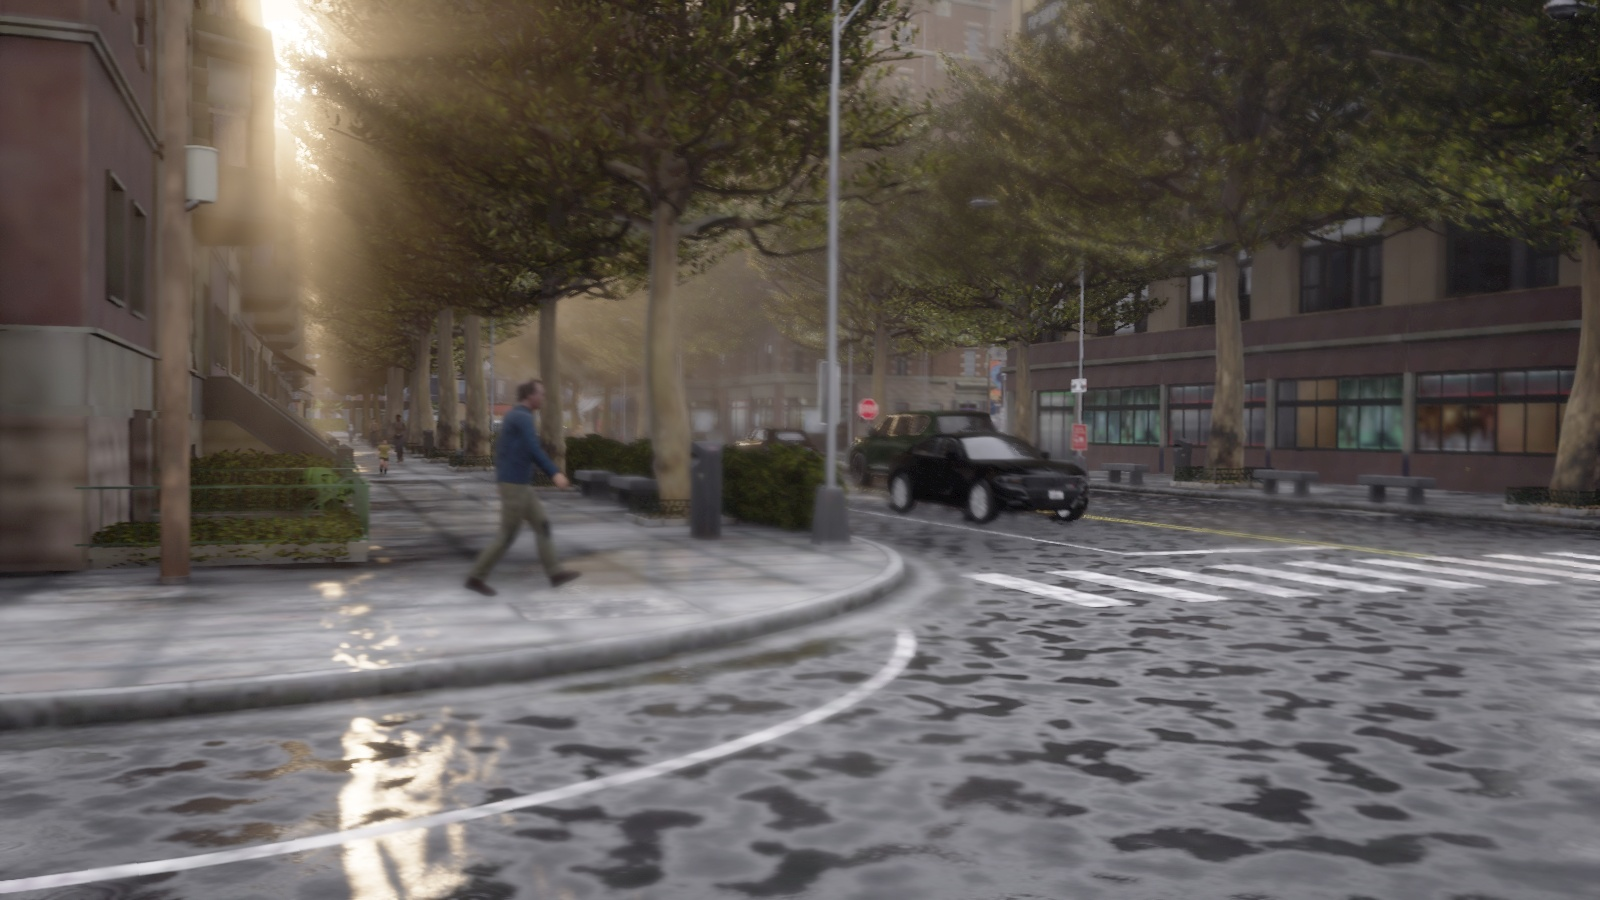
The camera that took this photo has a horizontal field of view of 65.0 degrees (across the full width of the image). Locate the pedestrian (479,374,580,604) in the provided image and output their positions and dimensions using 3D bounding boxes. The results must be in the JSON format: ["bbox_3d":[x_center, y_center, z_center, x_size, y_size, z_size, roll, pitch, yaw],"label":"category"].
[{"bbox_3d":[-2.230,0.306,10.352,0.726,1.842,0.402,-1,1,-22],"label":"pedestrian"}]

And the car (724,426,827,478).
[{"bbox_3d":[-0.938,0.010,43.502,2.033,1.649,4.856,-1,2,-21],"label":"car"}]

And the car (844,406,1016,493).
[{"bbox_3d":[3.233,-0.071,32.732,2.150,2.045,5.566,-1,1,-21],"label":"car"}]

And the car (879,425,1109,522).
[{"bbox_3d":[3.344,0.348,22.812,1.882,1.535,5.008,-1,1,-21],"label":"car"}]

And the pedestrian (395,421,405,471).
[{"bbox_3d":[-14.810,-0.148,46.508,0.328,1.805,0.869,-1,1,-18],"label":"pedestrian"}]

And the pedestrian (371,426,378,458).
[{"bbox_3d":[-24.931,-0.480,73.615,0.345,1.836,0.594,-1,1,-19],"label":"pedestrian"}]

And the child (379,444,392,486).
[{"bbox_3d":[-11.113,0.404,33.637,0.255,1.110,0.394,-1,1,-26],"label":"child"}]
